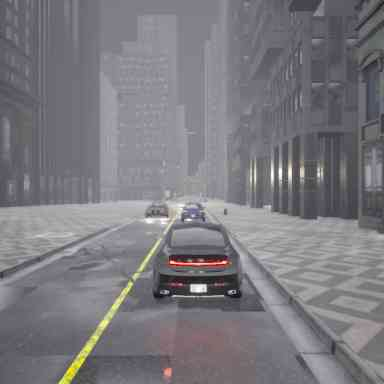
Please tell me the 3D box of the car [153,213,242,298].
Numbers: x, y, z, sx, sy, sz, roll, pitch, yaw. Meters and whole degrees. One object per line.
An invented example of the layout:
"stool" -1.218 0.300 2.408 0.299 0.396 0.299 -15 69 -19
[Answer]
"car" 0.105 1.508 8.483 1.837 1.490 4.892 0 0 0

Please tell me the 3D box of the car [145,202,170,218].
"car" -3.099 1.611 30.438 1.994 1.385 4.181 0 0 0

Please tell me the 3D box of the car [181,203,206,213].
"car" 0.100 1.556 26.329 1.812 1.442 4.674 0 0 0
